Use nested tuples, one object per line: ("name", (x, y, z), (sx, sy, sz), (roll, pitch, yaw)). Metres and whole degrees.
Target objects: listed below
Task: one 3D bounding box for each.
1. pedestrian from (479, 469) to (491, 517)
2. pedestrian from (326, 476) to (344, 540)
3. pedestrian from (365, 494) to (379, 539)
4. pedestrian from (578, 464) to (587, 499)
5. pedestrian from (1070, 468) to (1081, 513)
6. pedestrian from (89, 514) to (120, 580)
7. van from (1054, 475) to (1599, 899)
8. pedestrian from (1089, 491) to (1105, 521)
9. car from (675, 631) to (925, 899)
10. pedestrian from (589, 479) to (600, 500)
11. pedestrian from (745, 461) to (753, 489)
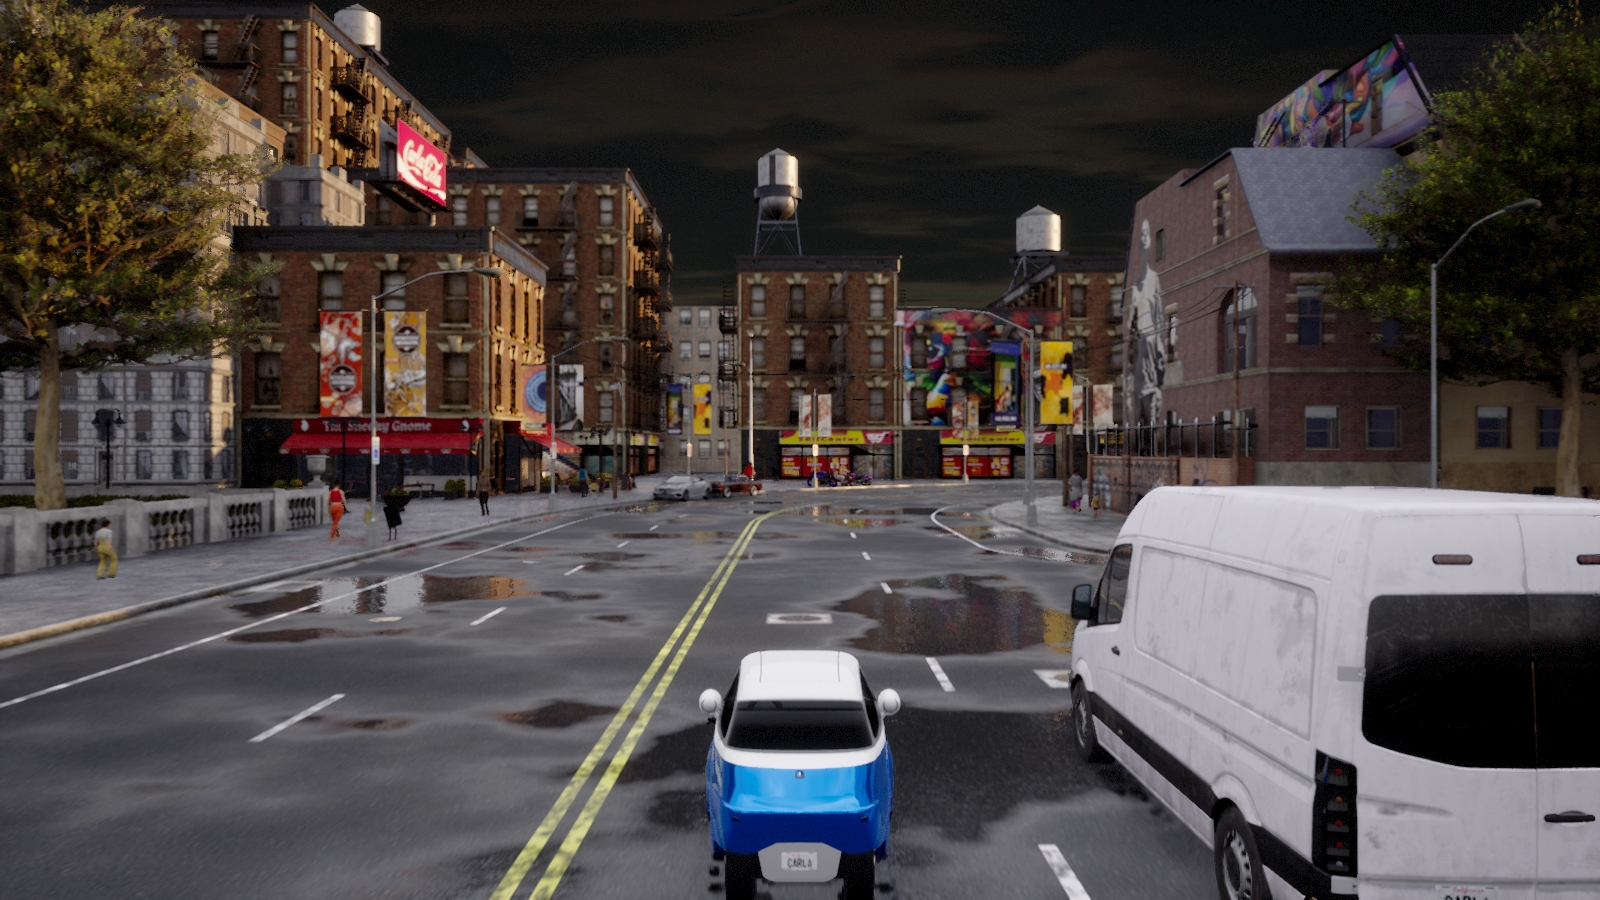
("pedestrian", (-12.443, 1.690, 45.105), (0.375, 1.860, 0.375), (0, 0, 3))
("pedestrian", (-13.570, 1.693, 33.348), (0.375, 1.860, 0.375), (0, 0, -5))
("pedestrian", (-12.650, 1.973, 33.756), (0.375, 1.300, 0.375), (0, 0, -17))
("pedestrian", (-11.719, 1.689, 61.507), (0.375, 1.860, 0.375), (0, 0, 8))
("pedestrian", (11.499, 1.690, 47.691), (0.375, 1.860, 0.375), (0, 0, 1))
("pedestrian", (-14.171, 1.973, 23.283), (0.375, 1.300, 0.375), (0, 0, 5))
("van", (3.510, 1.533, 8.368), (1.988, 2.561, 5.915), (0, 0, 0))
("pedestrian", (11.031, 2.071, 42.451), (0.500, 1.100, 0.500), (0, 0, 3))
("car", (-0.002, 2.119, 7.888), (1.481, 1.376, 2.207), (0, 0, 0))
("pedestrian", (-10.869, 2.068, 60.341), (0.500, 1.100, 0.500), (0, 0, -1))
("pedestrian", (-3.409, 1.686, 76.084), (0.375, 1.860, 0.375), (0, 0, 26))
